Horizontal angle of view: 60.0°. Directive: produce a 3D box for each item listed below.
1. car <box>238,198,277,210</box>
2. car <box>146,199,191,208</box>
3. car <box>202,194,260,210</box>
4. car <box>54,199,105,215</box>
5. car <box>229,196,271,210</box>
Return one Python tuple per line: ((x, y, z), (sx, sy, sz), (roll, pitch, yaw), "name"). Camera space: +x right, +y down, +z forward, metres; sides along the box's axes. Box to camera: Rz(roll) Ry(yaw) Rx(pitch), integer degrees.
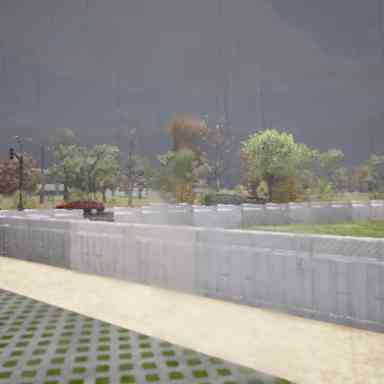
((6.844, 1.550, 29.376), (4.674, 1.442, 1.812), (-1, 2, -19), "car")
((-2.630, 1.493, 36.693), (4.718, 1.301, 1.895), (-1, 2, -18), "car")
((3.618, 1.205, 31.716), (5.566, 2.045, 2.150), (-1, 2, -19), "car")
((-11.459, 1.508, 33.736), (5.008, 1.535, 1.882), (-1, 2, -18), "car")
((6.905, 1.275, 39.878), (4.674, 1.442, 1.812), (-1, 2, -19), "car")
